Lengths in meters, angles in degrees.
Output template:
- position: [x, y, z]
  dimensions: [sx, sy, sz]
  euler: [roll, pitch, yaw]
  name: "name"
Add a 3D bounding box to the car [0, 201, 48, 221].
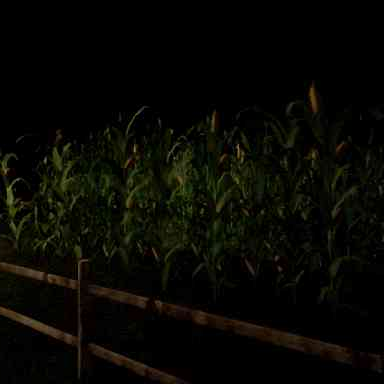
- position: [-12.490, 1.370, 24.599]
  dimensions: [1.895, 1.301, 4.718]
  euler: [0, 1, 38]
  name: "car"
